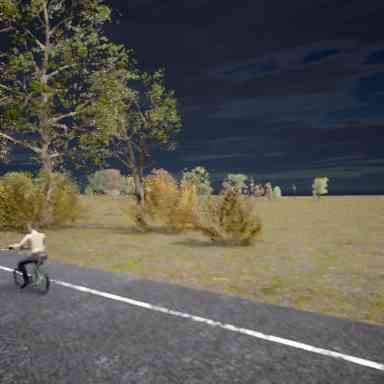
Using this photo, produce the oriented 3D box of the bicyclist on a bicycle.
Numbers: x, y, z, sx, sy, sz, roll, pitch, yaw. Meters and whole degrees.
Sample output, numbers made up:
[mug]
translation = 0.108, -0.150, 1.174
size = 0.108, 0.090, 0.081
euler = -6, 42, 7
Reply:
[bicyclist on a bicycle]
translation = -3.727, 1.481, 7.685
size = 1.509, 1.612, 0.866
euler = 0, 0, 36
